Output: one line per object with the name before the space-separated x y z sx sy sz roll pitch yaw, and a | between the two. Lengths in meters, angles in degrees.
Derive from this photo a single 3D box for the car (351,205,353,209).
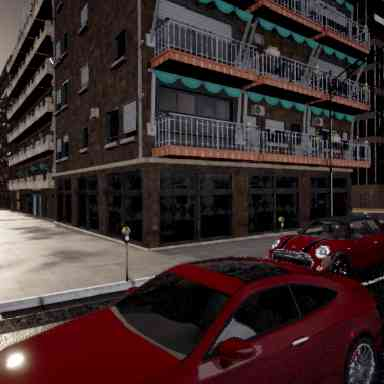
car | 17.738 1.745 41.600 1.967 1.590 4.097 -2 0 -36

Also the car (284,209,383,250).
car | 4.046 1.439 9.476 4.097 1.590 1.967 0 -1 -36

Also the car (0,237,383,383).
car | 0.261 1.525 3.565 4.674 1.442 1.812 0 0 -36
